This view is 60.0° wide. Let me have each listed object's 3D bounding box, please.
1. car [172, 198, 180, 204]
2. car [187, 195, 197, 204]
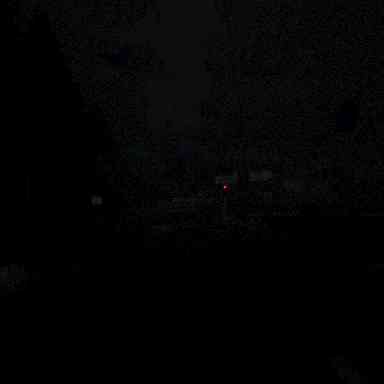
[{"bbox_3d":[-4.029,2.300,84.009,1.812,1.442,4.674,0,-1,0],"label":"car"},{"bbox_3d":[-0.028,1.798,82.036,2.150,2.045,5.566,0,-1,0],"label":"car"}]
